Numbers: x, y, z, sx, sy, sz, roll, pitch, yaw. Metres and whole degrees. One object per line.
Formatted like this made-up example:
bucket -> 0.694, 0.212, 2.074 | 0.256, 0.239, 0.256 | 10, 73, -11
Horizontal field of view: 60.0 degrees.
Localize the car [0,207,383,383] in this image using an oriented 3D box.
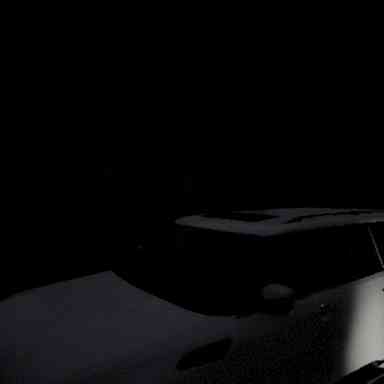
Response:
car -> 0.651, 1.235, 3.775 | 5.566, 2.045, 2.150 | 0, 0, -35
